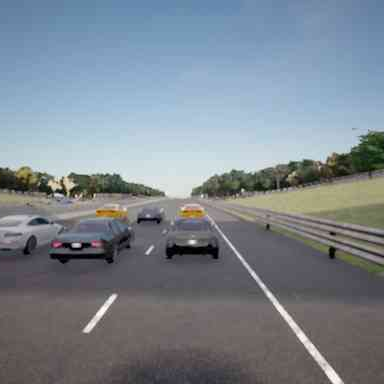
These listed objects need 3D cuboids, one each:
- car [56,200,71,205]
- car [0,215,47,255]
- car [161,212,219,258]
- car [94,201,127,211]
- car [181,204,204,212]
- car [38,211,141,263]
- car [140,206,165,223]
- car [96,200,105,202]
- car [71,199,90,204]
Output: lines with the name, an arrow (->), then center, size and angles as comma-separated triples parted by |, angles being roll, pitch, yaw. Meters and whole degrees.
car -> -25.032, 2.257, 65.369 | 1.882, 1.535, 5.008 | 0, -1, -1
car -> -6.964, 1.678, 13.930 | 1.812, 1.442, 4.674 | 0, 0, 1
car -> 0.030, 1.711, 13.445 | 1.994, 1.385, 4.181 | 0, -1, 1
car -> -6.953, 1.814, 29.275 | 1.882, 1.535, 5.008 | 0, 0, 1
car -> 0.047, 1.814, 29.276 | 1.882, 1.535, 5.008 | 0, 0, 1
car -> -3.482, 1.685, 12.564 | 2.033, 1.411, 5.357 | 0, -1, 0
car -> -3.461, 1.892, 28.509 | 1.994, 1.385, 4.181 | 0, -1, 1
car -> -18.038, 2.263, 65.652 | 1.882, 1.535, 5.008 | 0, 0, -1
car -> -21.535, 2.138, 65.527 | 2.097, 1.767, 4.553 | 0, -1, -1
